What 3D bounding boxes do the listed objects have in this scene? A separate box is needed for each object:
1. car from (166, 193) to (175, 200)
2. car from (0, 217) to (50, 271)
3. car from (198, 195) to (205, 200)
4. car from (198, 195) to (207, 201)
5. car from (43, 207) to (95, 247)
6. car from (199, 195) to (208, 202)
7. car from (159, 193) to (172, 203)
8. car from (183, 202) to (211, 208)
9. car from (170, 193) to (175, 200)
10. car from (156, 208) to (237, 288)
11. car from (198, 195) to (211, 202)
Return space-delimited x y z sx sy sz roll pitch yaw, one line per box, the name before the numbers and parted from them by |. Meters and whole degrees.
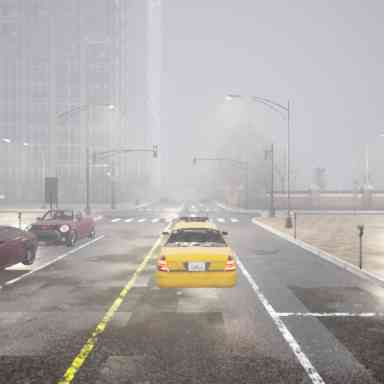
car | -5.923 1.181 91.432 2.192 1.841 5.009 0 0 0
car | -5.700 1.579 8.975 1.802 1.307 4.206 0 0 0
car | 2.602 1.411 91.496 1.887 1.381 4.507 0 0 0
car | 2.613 1.448 80.375 2.008 1.369 4.403 0 0 0
car | -5.705 1.433 14.667 1.967 1.590 4.097 0 0 0
car | 2.618 1.454 74.814 1.887 1.381 4.507 0 0 0
car | -5.903 1.485 69.190 1.947 1.339 4.313 0 0 0
car | 0.097 1.535 19.439 2.033 1.411 5.357 0 0 0
car | -5.918 1.323 85.874 1.967 1.590 4.097 0 0 0
car | 0.090 1.454 9.176 1.801 1.575 5.366 0 0 0
car | 2.689 1.492 63.700 1.947 1.339 4.313 0 0 0
